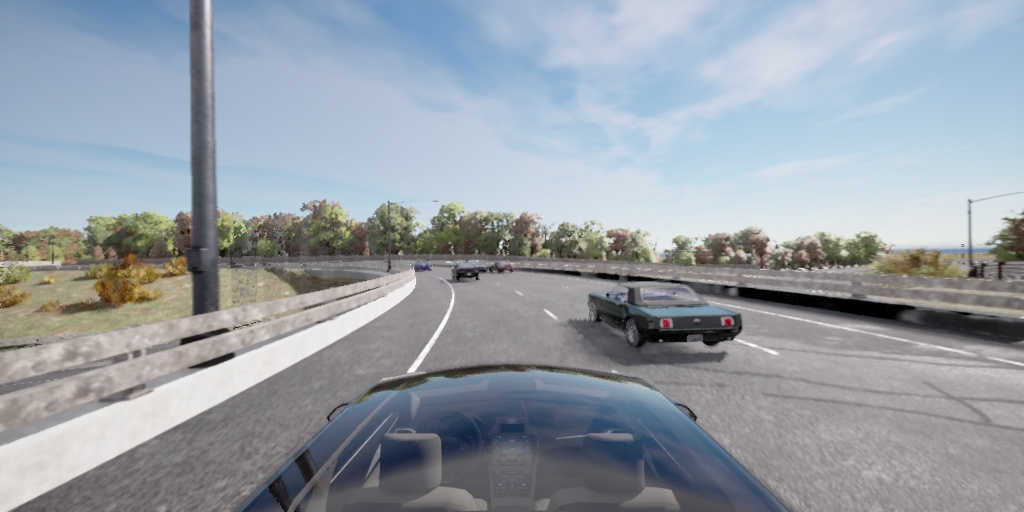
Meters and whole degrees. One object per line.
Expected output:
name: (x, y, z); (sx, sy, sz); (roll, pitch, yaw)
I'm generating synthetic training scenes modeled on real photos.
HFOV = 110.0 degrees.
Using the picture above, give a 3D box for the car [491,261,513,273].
car: (-1.345, 1.343, 44.658); (1.812, 1.442, 4.674); (-1, 0, -24)

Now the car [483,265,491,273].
car: (-4.555, 1.470, 43.285); (1.895, 1.301, 4.718); (-1, 0, -24)

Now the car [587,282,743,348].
car: (3.361, 1.303, 9.076); (1.895, 1.301, 4.718); (-1, 0, -4)

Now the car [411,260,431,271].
car: (-13.988, 1.387, 54.646); (2.097, 1.767, 4.553); (-1, 0, -29)

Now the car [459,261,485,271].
car: (-6.282, 1.457, 55.201); (2.033, 1.411, 5.357); (-1, 0, -29)

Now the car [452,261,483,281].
car: (-4.169, 1.327, 31.577); (1.882, 1.535, 5.008); (-1, 0, -16)
